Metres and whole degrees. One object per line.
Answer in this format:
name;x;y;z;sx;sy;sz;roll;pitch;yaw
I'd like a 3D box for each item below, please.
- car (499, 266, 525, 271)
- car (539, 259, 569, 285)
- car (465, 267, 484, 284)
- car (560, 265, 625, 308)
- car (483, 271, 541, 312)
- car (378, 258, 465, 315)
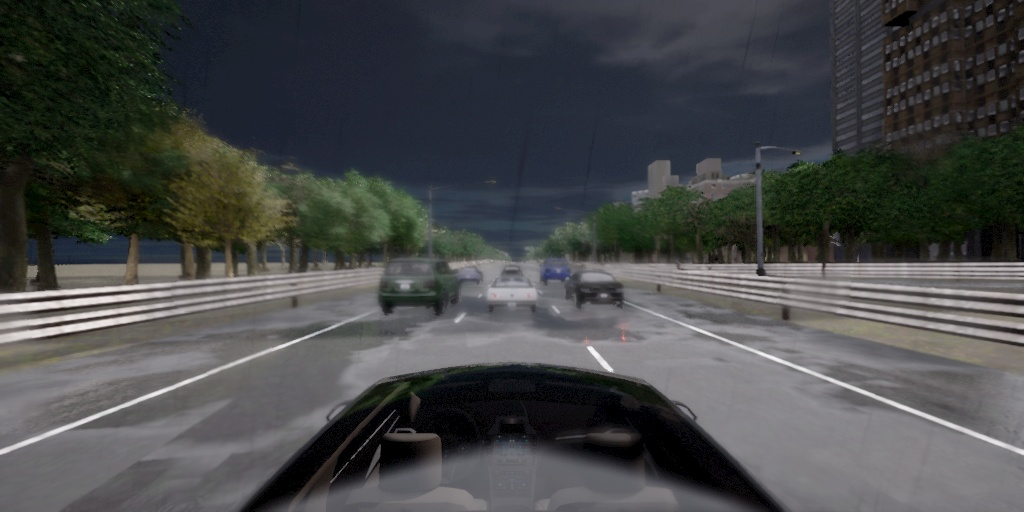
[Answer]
car;0.018;1.546;30.345;1.837;1.490;4.892;0;0;0
car;3.509;1.255;29.429;2.150;2.045;5.566;0;0;0
car;-3.480;1.603;30.346;1.994;1.385;4.181;0;0;0
car;3.526;1.377;16.111;1.882;1.535;5.008;0;0;0
car;0.019;1.490;15.115;1.895;1.301;4.718;0;-1;0
car;-3.489;1.107;14.430;2.150;2.045;5.566;0;0;0
